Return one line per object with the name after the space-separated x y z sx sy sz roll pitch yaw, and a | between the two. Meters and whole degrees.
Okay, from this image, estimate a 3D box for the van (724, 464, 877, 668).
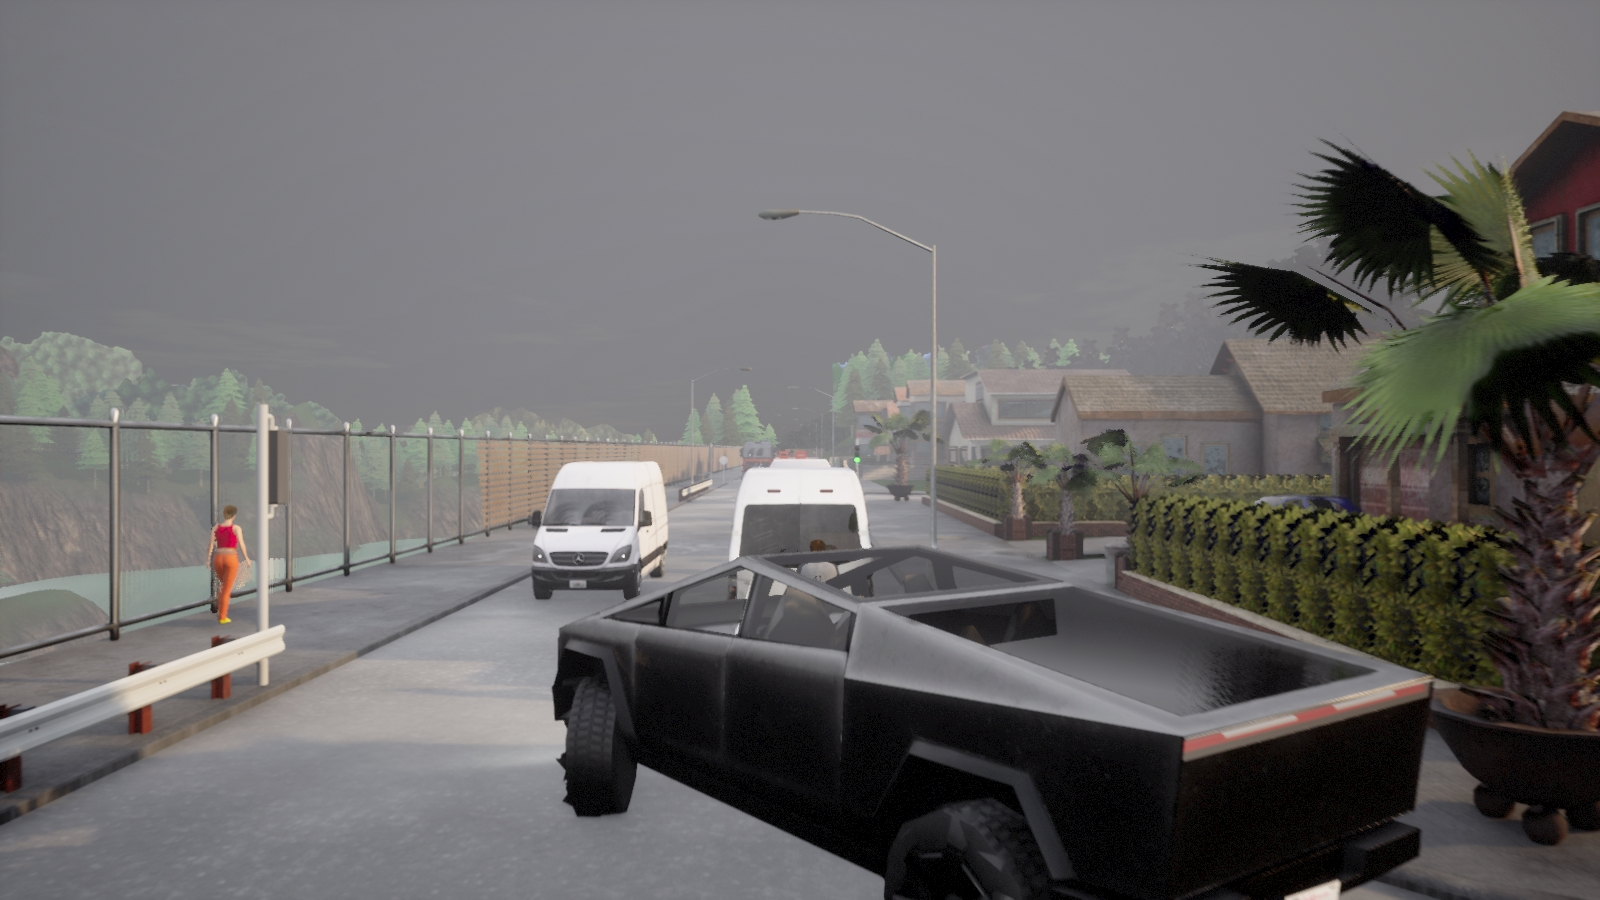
0.008 1.535 17.740 1.988 2.561 5.915 0 0 0 | van

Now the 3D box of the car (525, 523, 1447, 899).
0.521 1.754 7.718 2.390 2.098 6.274 0 0 -36 | car

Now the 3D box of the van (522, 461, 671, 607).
-3.989 1.534 23.477 1.988 2.561 5.915 0 0 0 | van

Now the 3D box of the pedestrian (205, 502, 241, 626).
-8.861 1.745 17.551 0.375 1.860 0.375 0 0 -2 | pedestrian
